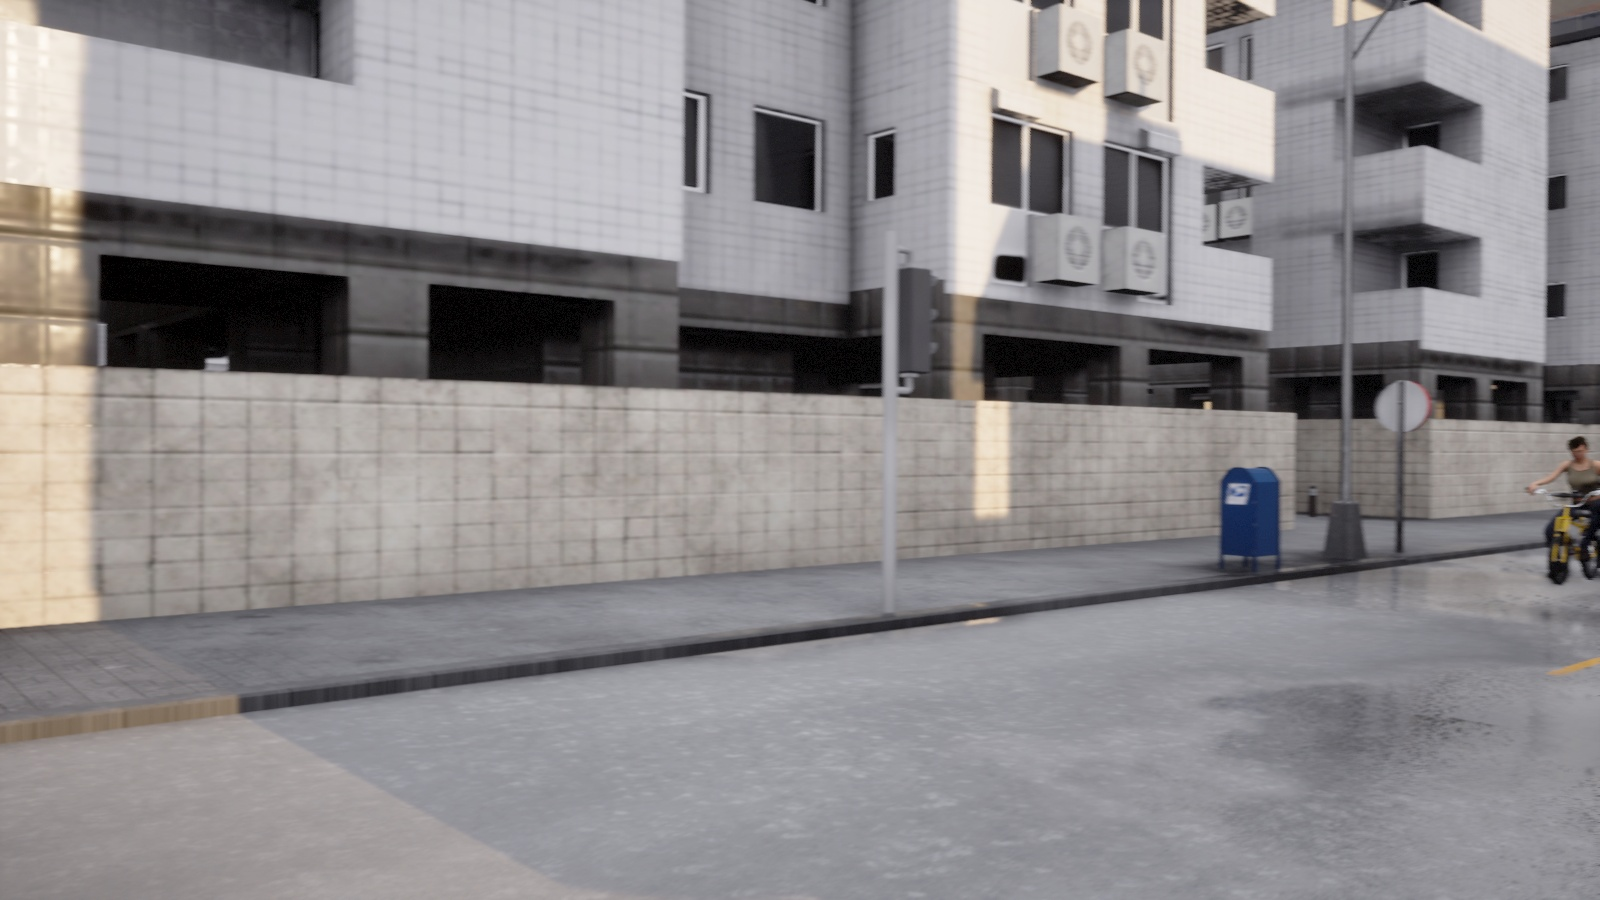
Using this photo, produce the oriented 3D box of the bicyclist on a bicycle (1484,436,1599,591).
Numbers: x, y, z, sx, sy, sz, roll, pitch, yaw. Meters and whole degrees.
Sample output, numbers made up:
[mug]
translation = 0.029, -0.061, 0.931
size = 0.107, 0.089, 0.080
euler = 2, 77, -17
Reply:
[bicyclist on a bicycle]
translation = 8.355, 0.664, 13.913
size = 1.509, 1.612, 0.866
euler = 0, 0, -41
